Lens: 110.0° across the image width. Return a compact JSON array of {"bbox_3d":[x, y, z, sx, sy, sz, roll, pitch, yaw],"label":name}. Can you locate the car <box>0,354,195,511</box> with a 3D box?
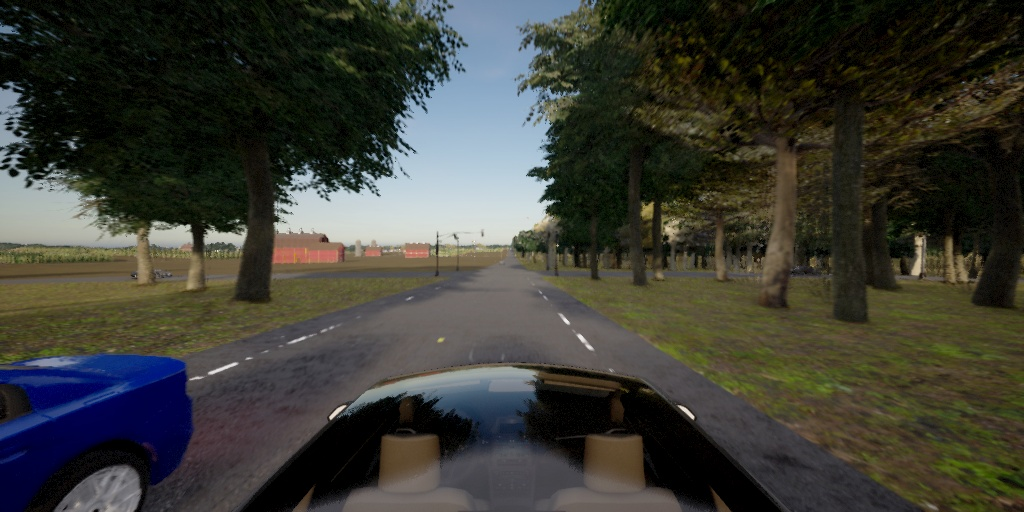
[{"bbox_3d":[-3.600,1.220,0.873,1.882,1.535,5.008,0,-1,0],"label":"car"}]
